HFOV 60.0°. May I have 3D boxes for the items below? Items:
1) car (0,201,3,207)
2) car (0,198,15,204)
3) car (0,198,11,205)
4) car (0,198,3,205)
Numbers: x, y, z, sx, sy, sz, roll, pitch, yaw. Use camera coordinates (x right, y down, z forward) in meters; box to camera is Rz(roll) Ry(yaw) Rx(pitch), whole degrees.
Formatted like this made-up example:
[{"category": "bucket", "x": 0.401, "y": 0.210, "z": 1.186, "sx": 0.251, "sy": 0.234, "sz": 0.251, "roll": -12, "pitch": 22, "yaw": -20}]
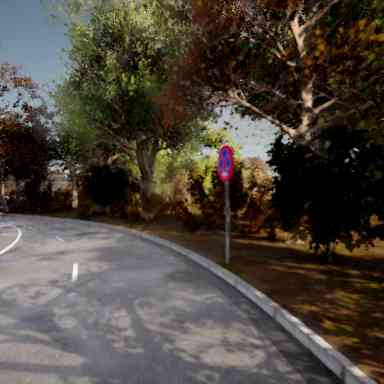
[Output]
[{"category": "car", "x": -35.022, "y": 2.158, "z": 63.197, "sx": 1.895, "sy": 1.301, "sz": 4.718, "roll": 0, "pitch": 0, "yaw": -10}, {"category": "car", "x": -45.733, "y": 2.235, "z": 80.695, "sx": 4.674, "sy": 1.452, "sz": 2.002, "roll": 0, "pitch": 0, "yaw": -10}, {"category": "car", "x": -45.270, "y": 2.223, "z": 77.907, "sx": 4.674, "sy": 1.452, "sz": 2.002, "roll": 0, "pitch": 0, "yaw": -10}, {"category": "car", "x": -44.336, "y": 2.157, "z": 72.334, "sx": 5.008, "sy": 1.535, "sz": 2.097, "roll": 0, "pitch": 0, "yaw": -10}]
